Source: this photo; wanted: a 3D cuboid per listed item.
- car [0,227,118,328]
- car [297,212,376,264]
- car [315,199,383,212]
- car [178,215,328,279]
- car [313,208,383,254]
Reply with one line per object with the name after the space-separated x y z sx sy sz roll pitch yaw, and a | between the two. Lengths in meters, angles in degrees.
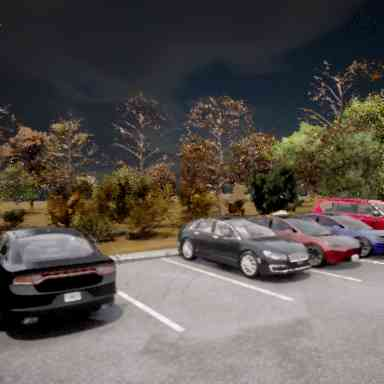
-3.301 1.494 7.237 2.097 1.535 5.008 1 0 -35 | car
3.612 1.610 12.131 2.163 1.488 4.792 1 0 -35 | car
8.213 1.387 15.411 2.435 2.045 5.566 1 0 -35 | car
1.394 1.554 10.595 2.231 1.521 4.892 1 0 -35 | car
5.912 1.639 13.769 2.163 1.488 4.792 1 0 -35 | car
